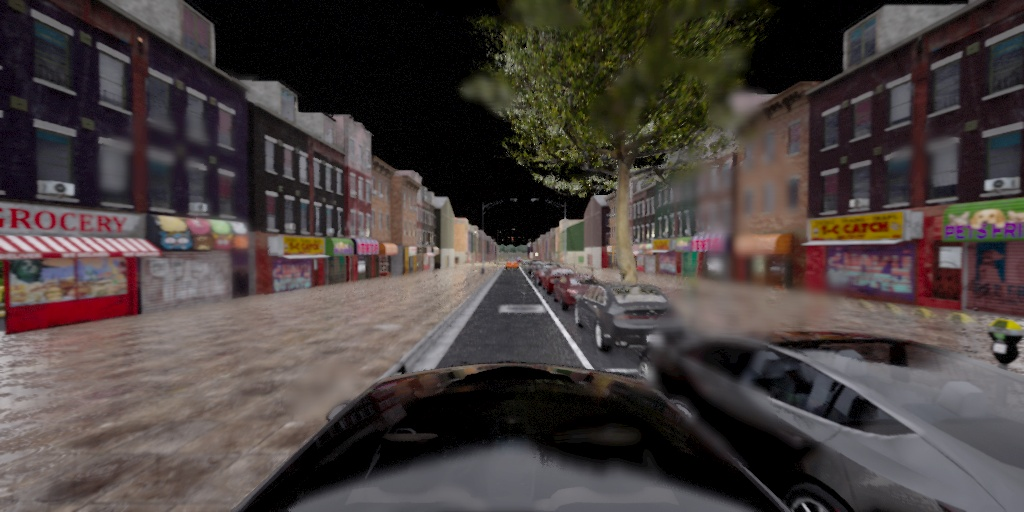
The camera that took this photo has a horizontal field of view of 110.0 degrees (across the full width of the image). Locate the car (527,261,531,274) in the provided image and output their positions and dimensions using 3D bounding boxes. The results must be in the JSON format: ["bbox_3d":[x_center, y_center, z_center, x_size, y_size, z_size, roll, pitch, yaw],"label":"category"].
[{"bbox_3d":[2.647,1.310,31.004,2.007,1.370,4.403,0,0,0],"label":"car"}]

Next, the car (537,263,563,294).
[{"bbox_3d":[2.643,1.297,19.914,1.888,1.381,4.507,0,0,0],"label":"car"}]

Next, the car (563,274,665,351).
[{"bbox_3d":[2.639,1.300,8.823,2.007,1.370,4.403,0,0,0],"label":"car"}]

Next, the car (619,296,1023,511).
[{"bbox_3d":[2.637,1.316,3.277,1.948,1.339,4.313,0,0,0],"label":"car"}]

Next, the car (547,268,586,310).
[{"bbox_3d":[2.641,1.332,14.368,1.802,1.307,4.207,0,0,0],"label":"car"}]

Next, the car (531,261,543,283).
[{"bbox_3d":[2.645,1.195,25.459,1.967,1.591,4.097,0,0,0],"label":"car"}]

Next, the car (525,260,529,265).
[{"bbox_3d":[2.764,1.276,41.013,1.837,1.490,4.892,0,0,0],"label":"car"}]

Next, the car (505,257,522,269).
[{"bbox_3d":[0.043,1.144,56.882,2.097,1.767,4.553,0,0,1],"label":"car"}]
